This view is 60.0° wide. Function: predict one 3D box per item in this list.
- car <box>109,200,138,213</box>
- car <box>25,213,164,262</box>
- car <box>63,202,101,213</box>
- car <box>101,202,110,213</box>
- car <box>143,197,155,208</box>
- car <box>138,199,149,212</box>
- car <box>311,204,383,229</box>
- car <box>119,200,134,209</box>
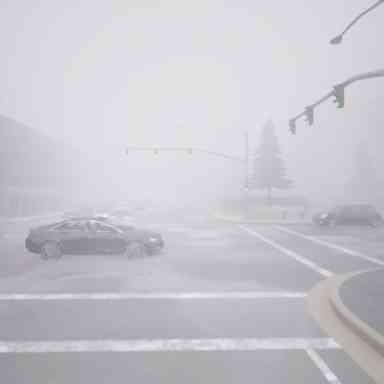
[{"bbox_3d":[-7.862,1.989,38.506,1.812,1.442,4.674,0,-1,-1],"label":"car"},{"bbox_3d":[-3.488,1.682,12.323,4.902,1.511,2.128,0,-1,-4],"label":"car"},{"bbox_3d":[-11.313,1.957,33.792,2.033,1.411,5.357,0,-1,0],"label":"car"},{"bbox_3d":[-11.450,2.026,44.224,2.128,1.511,4.902,0,-1,-1],"label":"car"},{"bbox_3d":[-8.143,1.960,61.699,2.150,2.045,5.566,0,-1,-1],"label":"car"},{"bbox_3d":[-8.016,2.138,49.156,2.033,1.411,5.357,0,-1,-1],"label":"car"},{"bbox_3d":[10.874,1.628,23.545,4.553,1.767,2.097,0,-1,-1],"label":"car"},{"bbox_3d":[-11.613,2.214,59.079,1.837,1.490,4.892,0,0,0],"label":"car"}]
